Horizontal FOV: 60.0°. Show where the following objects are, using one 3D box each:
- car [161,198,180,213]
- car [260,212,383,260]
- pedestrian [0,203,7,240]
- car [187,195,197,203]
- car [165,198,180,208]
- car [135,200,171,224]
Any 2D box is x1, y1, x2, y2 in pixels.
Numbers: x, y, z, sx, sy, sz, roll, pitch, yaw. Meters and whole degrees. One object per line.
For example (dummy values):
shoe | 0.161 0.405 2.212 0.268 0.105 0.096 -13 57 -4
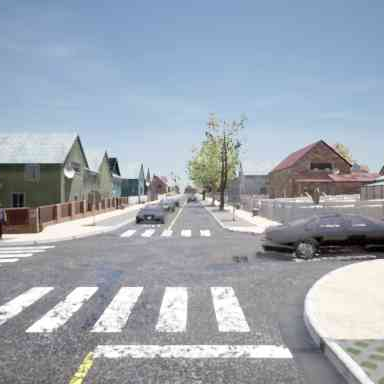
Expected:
car | -2.857 1.498 37.782 2.128 1.511 4.902 0 0 0
car | 4.949 1.377 10.910 5.357 1.411 2.033 -3 -1 10
pedestrian | -9.696 1.463 16.793 0.375 1.860 0.375 0 0 0
car | 0.076 1.349 68.884 2.097 1.767 4.553 0 0 0
car | -2.843 1.605 49.763 1.895 1.301 4.718 0 0 0
car | -2.878 1.568 24.532 1.994 1.385 4.181 0 0 1
